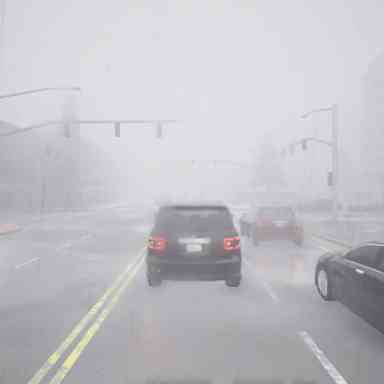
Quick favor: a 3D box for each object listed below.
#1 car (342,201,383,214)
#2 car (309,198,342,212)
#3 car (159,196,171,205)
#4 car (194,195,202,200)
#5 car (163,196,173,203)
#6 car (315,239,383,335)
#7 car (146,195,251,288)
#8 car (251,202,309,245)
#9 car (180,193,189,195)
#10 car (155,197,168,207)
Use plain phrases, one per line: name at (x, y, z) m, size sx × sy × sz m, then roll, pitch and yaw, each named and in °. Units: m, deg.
car at (18.490, 1.601, 34.129) m, size 4.718 × 1.301 × 1.895 m, roll 0°, pitch 0°, yaw -2°
car at (14.441, 1.505, 37.522) m, size 4.892 × 1.490 × 1.837 m, roll 0°, pitch 0°, yaw -2°
car at (-4.895, 1.477, 61.293) m, size 1.882 × 1.535 × 5.008 m, roll 0°, pitch 0°, yaw -1°
car at (1.475, 1.552, 90.326) m, size 1.994 × 1.385 × 4.181 m, roll 0°, pitch 0°, yaw -1°
car at (-5.068, 1.552, 71.174) m, size 1.994 × 1.385 × 4.181 m, roll 0°, pitch 0°, yaw -1°
car at (3.608, 1.506, 5.380) m, size 1.837 × 1.490 × 4.892 m, roll 0°, pitch 0°, yaw 0°
car at (0.055, 1.223, 9.411) m, size 2.150 × 2.045 × 5.566 m, roll 0°, pitch 0°, yaw 0°
car at (3.528, 1.351, 15.545) m, size 2.097 × 1.767 × 4.553 m, roll 0°, pitch 0°, yaw 0°
car at (-1.783, 1.496, 80.180) m, size 1.837 × 1.490 × 4.892 m, roll 0°, pitch 0°, yaw -1°
car at (-4.696, 1.526, 51.903) m, size 1.812 × 1.442 × 4.674 m, roll 0°, pitch 0°, yaw -1°
